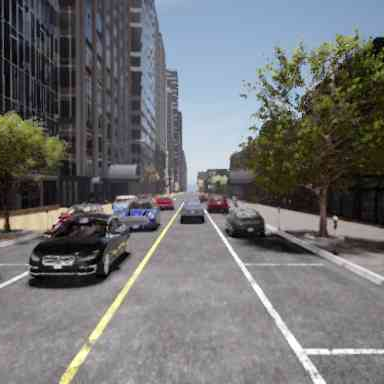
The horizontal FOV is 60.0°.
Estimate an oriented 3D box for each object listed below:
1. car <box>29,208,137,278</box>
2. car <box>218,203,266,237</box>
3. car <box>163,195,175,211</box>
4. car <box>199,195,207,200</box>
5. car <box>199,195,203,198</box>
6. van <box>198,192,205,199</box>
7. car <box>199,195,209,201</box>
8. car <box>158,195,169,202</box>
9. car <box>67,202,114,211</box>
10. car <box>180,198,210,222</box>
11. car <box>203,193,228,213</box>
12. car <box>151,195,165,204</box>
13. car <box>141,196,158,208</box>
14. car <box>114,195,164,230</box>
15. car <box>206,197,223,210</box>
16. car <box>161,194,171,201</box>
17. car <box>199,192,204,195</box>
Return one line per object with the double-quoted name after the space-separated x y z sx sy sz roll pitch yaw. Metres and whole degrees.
-3.103 1.468 10.098 1.837 1.490 4.892 0 0 0 "car"
2.675 1.486 17.431 2.008 1.369 4.403 -1 0 0 "car"
-3.060 1.334 39.017 1.882 1.535 5.008 0 0 0 "car"
2.607 1.288 79.045 1.802 1.307 4.206 -1 0 0 "car"
0.034 1.396 41.002 2.033 1.411 5.357 0 0 0 "car"
2.593 1.005 90.113 1.690 1.788 3.998 -1 0 0 "van"
2.612 1.292 73.511 1.947 1.339 4.313 -1 0 0 "car"
-5.764 1.274 67.810 1.752 1.417 4.829 -1 0 0 "car"
-5.730 1.377 17.439 1.967 1.590 4.097 -1 0 0 "car"
0.046 1.453 25.624 2.033 1.411 5.357 0 0 0 "car"
2.644 1.186 34.769 2.192 1.841 5.009 -1 0 0 "car"
-5.754 1.334 56.911 1.887 1.381 4.507 -1 0 0 "car"
-5.743 1.357 45.671 1.752 1.417 4.829 -1 0 0 "car"
-3.080 1.278 20.304 2.097 1.767 4.553 0 0 -1 "car"
2.642 1.375 40.474 1.752 1.417 4.829 -1 0 0 "car"
-5.769 1.254 73.345 1.752 1.417 4.829 -1 0 0 "car"
2.618 1.083 62.442 2.192 1.841 5.009 -1 0 0 "car"
